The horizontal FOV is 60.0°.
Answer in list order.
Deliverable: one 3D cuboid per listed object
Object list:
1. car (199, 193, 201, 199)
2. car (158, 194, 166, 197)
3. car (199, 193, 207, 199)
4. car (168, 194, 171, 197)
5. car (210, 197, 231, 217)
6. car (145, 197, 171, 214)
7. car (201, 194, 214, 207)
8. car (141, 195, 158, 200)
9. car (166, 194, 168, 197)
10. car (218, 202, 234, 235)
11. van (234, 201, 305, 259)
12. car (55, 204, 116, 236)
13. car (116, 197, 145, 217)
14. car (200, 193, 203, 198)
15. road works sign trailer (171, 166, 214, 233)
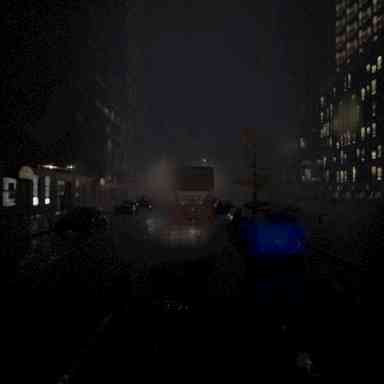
[{"bbox_3d":[2.702,1.200,57.448,1.887,1.381,4.507,0,0,0],"label":"car"},{"bbox_3d":[-5.679,1.240,51.782,2.008,1.369,4.403,0,0,0],"label":"car"},{"bbox_3d":[2.705,1.059,85.892,1.947,1.339,4.313,0,0,0],"label":"car"},{"bbox_3d":[-5.676,1.102,74.538,1.887,1.381,4.507,0,0,0],"label":"car"},{"bbox_3d":[2.699,1.374,29.004,2.008,1.369,4.403,0,0,0],"label":"car"},{"bbox_3d":[-3.095,1.402,32.687,1.895,1.301,4.718,0,0,0],"label":"car"},{"bbox_3d":[2.701,1.273,46.071,2.008,1.369,4.403,0,0,0],"label":"car"},{"bbox_3d":[-5.679,1.196,40.404,1.967,1.590,4.097,0,0,0],"label":"car"},{"bbox_3d":[-5.678,1.200,57.471,1.887,1.381,4.507,0,0,0],"label":"car"},{"bbox_3d":[2.698,1.443,17.627,2.008,1.369,4.403,0,0,0],"label":"car"},{"bbox_3d":[2.699,1.267,11.937,1.690,1.788,3.998,0,0,0],"label":"van"},{"bbox_3d":[-5.683,1.458,17.649,1.947,1.339,4.313,0,0,0],"label":"car"},{"bbox_3d":[-5.681,1.374,29.026,2.008,1.369,4.403,0,0,0],"label":"car"},{"bbox_3d":[2.702,1.129,51.758,1.967,1.590,4.097,0,0,0],"label":"car"},{"bbox_3d":[0.026,0.350,18.583,2.380,3.560,2.880,0,0,0],"label":"road works sign trailer"}]
